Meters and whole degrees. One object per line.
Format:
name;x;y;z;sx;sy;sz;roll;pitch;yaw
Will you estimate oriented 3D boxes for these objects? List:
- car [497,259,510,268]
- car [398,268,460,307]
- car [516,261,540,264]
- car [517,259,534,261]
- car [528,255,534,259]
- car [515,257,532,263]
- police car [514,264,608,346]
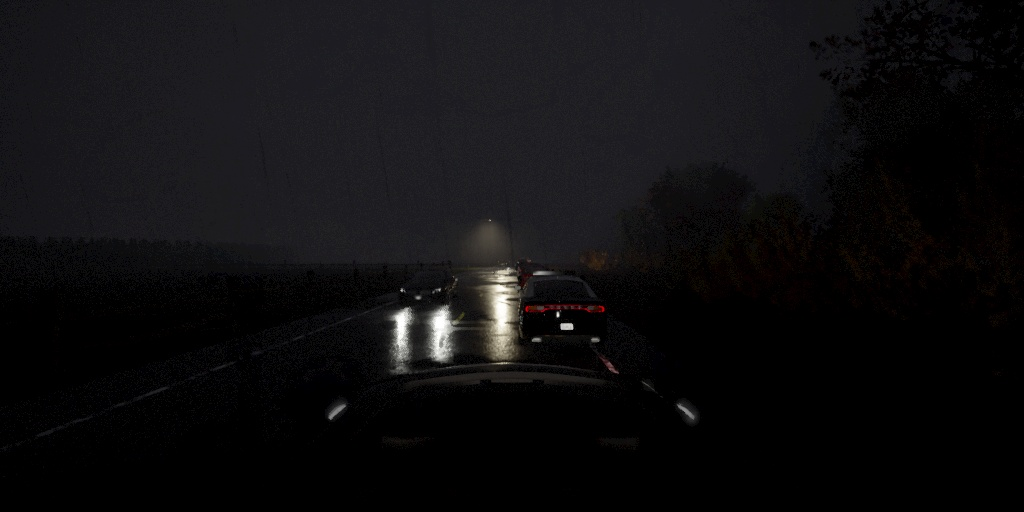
car;-1.336;1.206;60.195;1.837;1.490;4.892;0;0;4
car;-3.445;1.269;15.636;1.812;1.442;4.674;0;0;1
car;1.265;1.219;19.432;1.882;1.535;5.008;0;0;1
car;1.421;1.215;25.410;1.882;1.535;5.008;0;0;2
car;2.150;1.052;61.096;2.097;1.767;4.553;0;0;4
car;1.444;1.220;49.164;1.837;1.490;4.892;0;0;4
police car;1.098;1.172;9.576;1.930;1.638;5.238;0;0;1
